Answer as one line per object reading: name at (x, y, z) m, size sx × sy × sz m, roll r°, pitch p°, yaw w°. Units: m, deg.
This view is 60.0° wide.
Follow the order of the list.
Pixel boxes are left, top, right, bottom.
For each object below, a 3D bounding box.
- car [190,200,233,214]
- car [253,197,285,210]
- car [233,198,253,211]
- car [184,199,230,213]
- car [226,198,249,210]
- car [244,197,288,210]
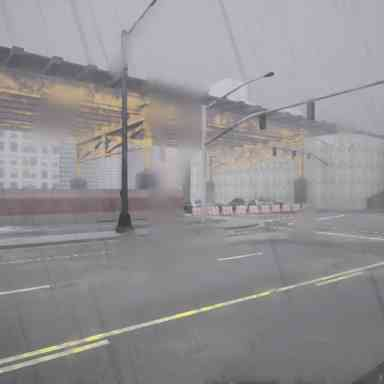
car at (1.523, 1.453, 35.256) m, size 4.974 × 1.542 × 2.038 m, roll 0°, pitch 0°, yaw 8°
car at (9.128, 1.295, 41.693) m, size 4.536 × 1.218 × 1.853 m, roll 0°, pitch 0°, yaw -7°
car at (5.268, 1.453, 37.940) m, size 2.038 × 1.542 × 4.974 m, roll 0°, pitch 0°, yaw 18°
car at (1.472, 1.295, 35.263) m, size 4.536 × 1.218 × 1.853 m, roll 0°, pitch 0°, yaw 8°
car at (5.284, 1.295, 37.990) m, size 1.853 × 1.218 × 4.536 m, roll 0°, pitch 0°, yaw 18°
car at (9.179, 1.453, 41.700) m, size 4.974 × 1.542 × 2.038 m, roll 0°, pitch 0°, yaw -7°
